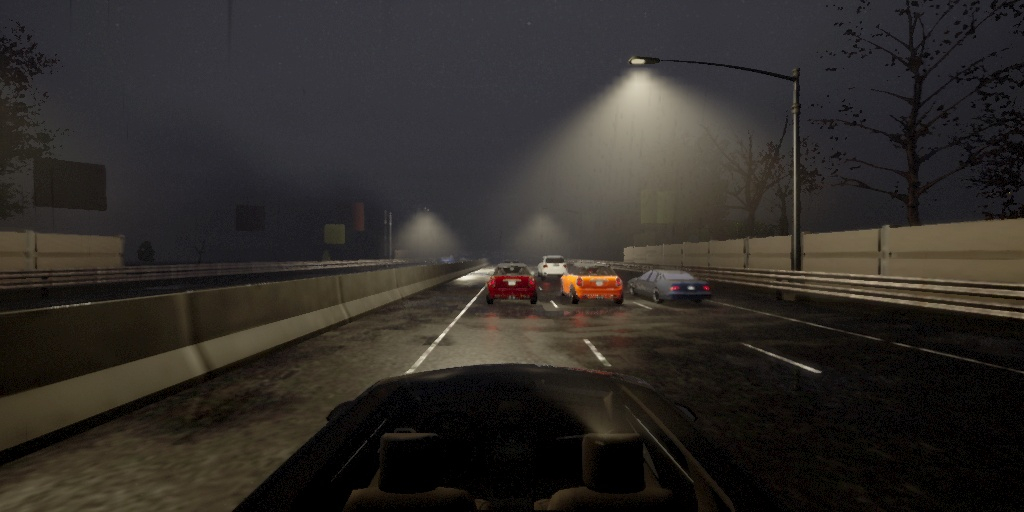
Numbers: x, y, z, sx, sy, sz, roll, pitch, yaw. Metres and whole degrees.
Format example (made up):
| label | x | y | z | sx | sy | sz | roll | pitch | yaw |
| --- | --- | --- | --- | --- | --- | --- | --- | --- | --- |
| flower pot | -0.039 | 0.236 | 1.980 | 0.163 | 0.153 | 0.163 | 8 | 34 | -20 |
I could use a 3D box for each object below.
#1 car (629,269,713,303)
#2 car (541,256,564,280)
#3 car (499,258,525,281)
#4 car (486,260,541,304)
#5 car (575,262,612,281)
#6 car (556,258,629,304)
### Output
| label | x | y | z | sx | sy | sz | roll | pitch | yaw |
| --- | --- | --- | --- | --- | --- | --- | --- | --- | --- |
| car | 7.000 | 1.311 | 16.500 | 2.033 | 1.411 | 5.357 | 0 | 0 | 0 |
| car | 3.500 | 1.005 | 31.530 | 2.150 | 2.045 | 5.566 | 0 | 0 | 0 |
| car | 0.000 | 1.113 | 31.470 | 2.097 | 1.767 | 4.553 | 0 | 0 | 0 |
| car | 0.000 | 1.114 | 16.470 | 2.097 | 1.767 | 4.553 | 0 | 0 | 0 |
| car | 7.000 | 1.311 | 31.500 | 2.033 | 1.411 | 5.357 | 0 | 0 | 0 |
| car | 3.500 | 1.114 | 16.470 | 2.097 | 1.767 | 4.553 | 0 | 0 | 0 |
